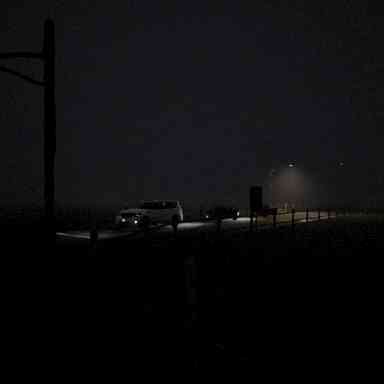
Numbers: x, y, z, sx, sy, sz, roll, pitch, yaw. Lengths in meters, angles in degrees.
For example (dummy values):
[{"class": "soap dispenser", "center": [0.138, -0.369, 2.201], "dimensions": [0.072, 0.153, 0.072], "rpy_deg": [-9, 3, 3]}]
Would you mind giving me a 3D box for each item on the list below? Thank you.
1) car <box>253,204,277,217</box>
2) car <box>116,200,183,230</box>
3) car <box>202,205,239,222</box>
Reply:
[{"class": "car", "center": [8.869, 2.266, 40.782], "dimensions": [2.128, 1.511, 4.902], "rpy_deg": [0, -1, 36]}, {"class": "car", "center": [-2.973, 1.608, 24.612], "dimensions": [2.150, 2.045, 5.566], "rpy_deg": [0, -1, 36]}, {"class": "car", "center": [2.841, 2.067, 32.552], "dimensions": [2.128, 1.511, 4.902], "rpy_deg": [0, -1, 36]}]
